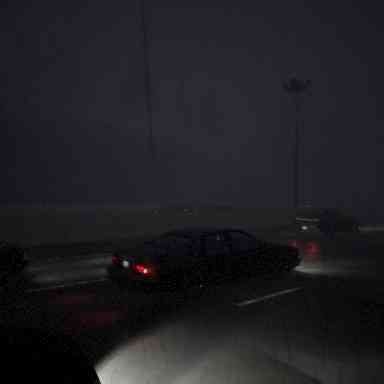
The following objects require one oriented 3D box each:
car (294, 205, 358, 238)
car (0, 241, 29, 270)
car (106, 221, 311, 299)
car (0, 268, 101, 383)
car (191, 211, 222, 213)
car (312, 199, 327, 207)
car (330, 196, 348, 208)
[{"bbox_3d":[7.752,1.686,19.075,4.902,1.511,2.128,1,-1,-41],"label":"car"},{"bbox_3d":[-6.484,1.612,7.797,4.718,1.301,1.895,1,-1,-35],"label":"car"},{"bbox_3d":[0.570,1.614,8.641,5.357,1.411,2.033,1,-1,-37],"label":"car"},{"bbox_3d":[-2.628,1.560,1.991,4.181,1.385,1.994,1,0,-35],"label":"car"},{"bbox_3d":[2.311,1.789,28.543,4.181,1.385,1.994,1,-1,-42],"label":"car"},{"bbox_3d":[24.819,2.173,64.602,1.812,1.442,4.674,0,-1,34],"label":"car"},{"bbox_3d":[27.899,1.882,62.912,2.150,2.045,5.566,0,0,34],"label":"car"}]
